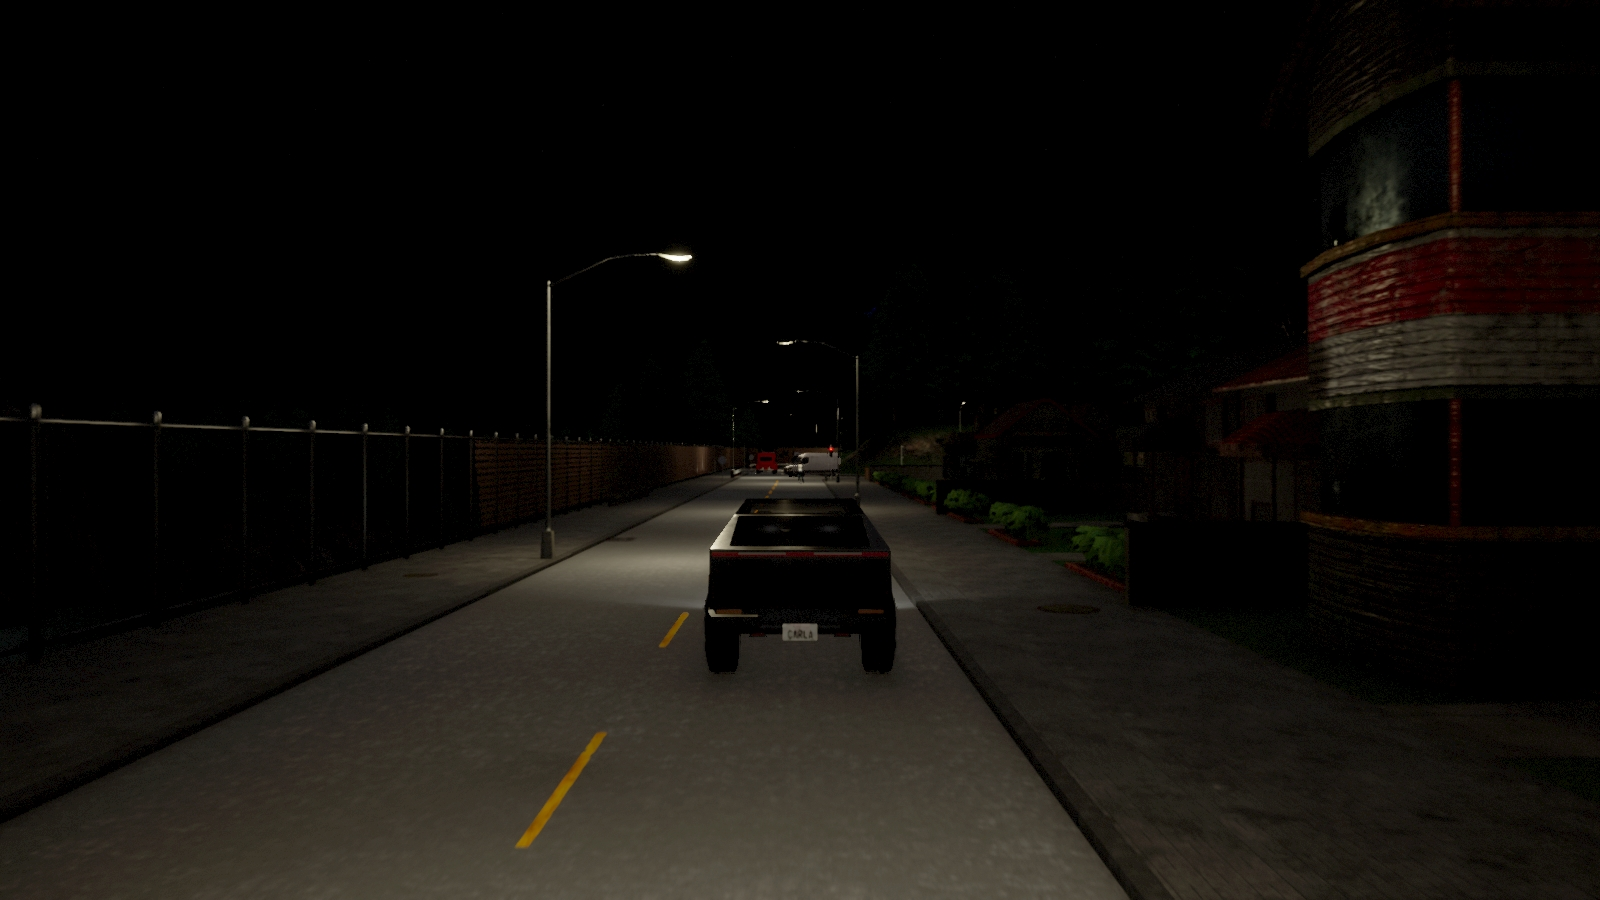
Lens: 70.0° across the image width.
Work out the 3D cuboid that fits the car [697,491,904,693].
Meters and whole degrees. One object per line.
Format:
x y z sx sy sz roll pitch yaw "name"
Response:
0.001 1.753 16.325 2.390 2.098 6.274 0 0 0 "car"
